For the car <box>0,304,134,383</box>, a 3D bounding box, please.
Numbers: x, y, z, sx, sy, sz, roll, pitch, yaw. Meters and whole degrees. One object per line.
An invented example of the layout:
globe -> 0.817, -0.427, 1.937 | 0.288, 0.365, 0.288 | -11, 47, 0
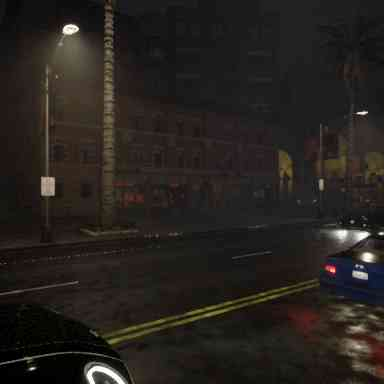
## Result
car -> -2.556, 1.352, 1.868 | 4.553, 1.767, 2.097 | 0, 0, -36

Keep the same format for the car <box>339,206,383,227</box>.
car -> 10.951, 1.563, 20.565 | 4.181, 1.385, 1.994 | 0, 0, -36

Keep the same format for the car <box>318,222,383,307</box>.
car -> 5.077, 1.547, 7.460 | 5.357, 1.411, 2.033 | 0, 0, -35
